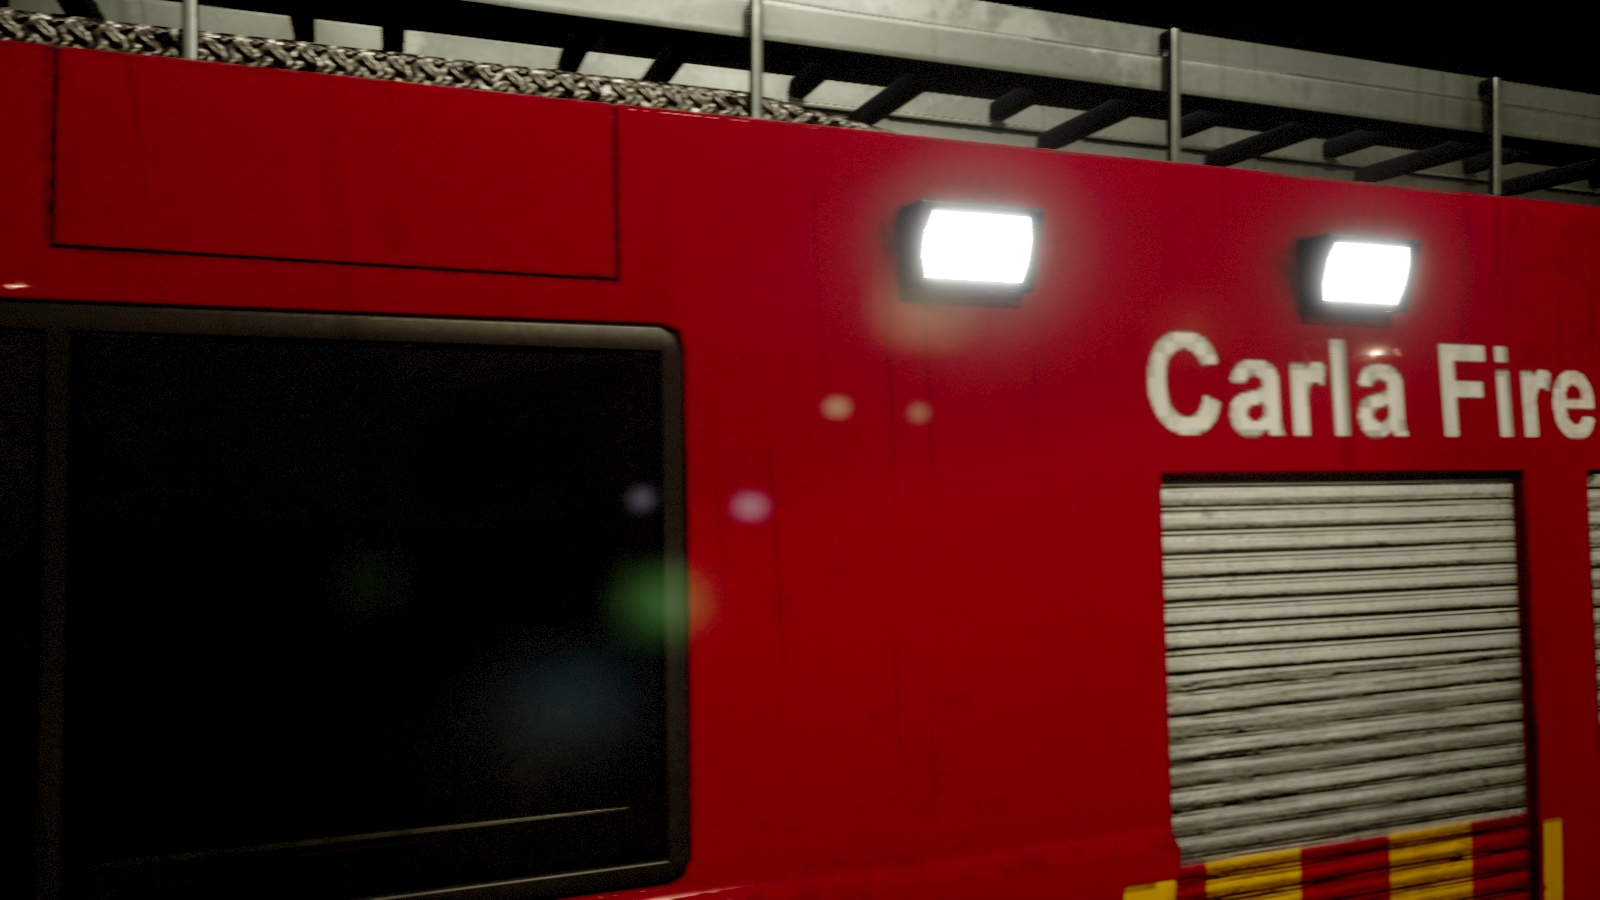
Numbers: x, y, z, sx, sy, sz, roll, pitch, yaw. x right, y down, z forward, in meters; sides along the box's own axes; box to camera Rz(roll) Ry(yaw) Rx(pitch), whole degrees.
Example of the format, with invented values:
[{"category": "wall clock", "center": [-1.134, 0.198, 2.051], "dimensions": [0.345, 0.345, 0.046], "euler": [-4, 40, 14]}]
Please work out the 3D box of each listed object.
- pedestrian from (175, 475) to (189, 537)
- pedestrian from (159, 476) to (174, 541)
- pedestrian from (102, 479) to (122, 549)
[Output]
[{"category": "pedestrian", "center": [-18.786, 1.703, 34.728], "dimensions": [0.375, 1.860, 0.375], "euler": [0, 0, -29]}, {"category": "pedestrian", "center": [-18.399, 1.702, 33.188], "dimensions": [0.375, 1.860, 0.375], "euler": [0, 0, -28]}, {"category": "pedestrian", "center": [-18.432, 1.701, 30.621], "dimensions": [0.375, 1.860, 0.375], "euler": [0, 0, -15]}]
